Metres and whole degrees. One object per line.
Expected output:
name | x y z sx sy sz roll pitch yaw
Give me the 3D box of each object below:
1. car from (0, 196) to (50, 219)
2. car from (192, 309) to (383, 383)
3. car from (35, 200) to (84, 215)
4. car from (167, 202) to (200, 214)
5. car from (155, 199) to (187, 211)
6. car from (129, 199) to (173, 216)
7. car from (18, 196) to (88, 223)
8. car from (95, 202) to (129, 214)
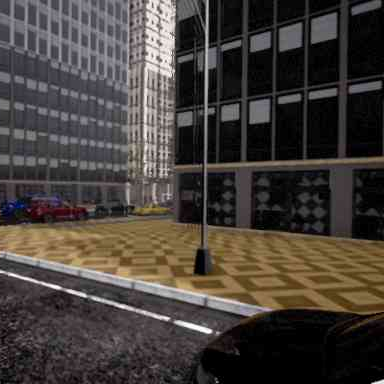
car | -15.143 1.363 31.533 2.150 2.045 5.566 1 0 38
car | 2.231 1.506 2.090 4.892 1.490 1.837 1 0 36
car | -14.521 1.667 36.748 1.752 1.417 4.829 1 0 37
car | -0.971 1.952 40.963 1.802 1.307 4.206 0 0 37
car | -2.945 1.824 47.986 1.837 1.490 4.892 1 0 37
car | -4.226 1.848 36.567 1.752 1.417 4.829 0 0 37
car | -11.039 1.537 27.367 2.192 1.841 5.009 0 0 37
car | -9.185 1.830 39.595 1.895 1.301 4.718 1 0 37
